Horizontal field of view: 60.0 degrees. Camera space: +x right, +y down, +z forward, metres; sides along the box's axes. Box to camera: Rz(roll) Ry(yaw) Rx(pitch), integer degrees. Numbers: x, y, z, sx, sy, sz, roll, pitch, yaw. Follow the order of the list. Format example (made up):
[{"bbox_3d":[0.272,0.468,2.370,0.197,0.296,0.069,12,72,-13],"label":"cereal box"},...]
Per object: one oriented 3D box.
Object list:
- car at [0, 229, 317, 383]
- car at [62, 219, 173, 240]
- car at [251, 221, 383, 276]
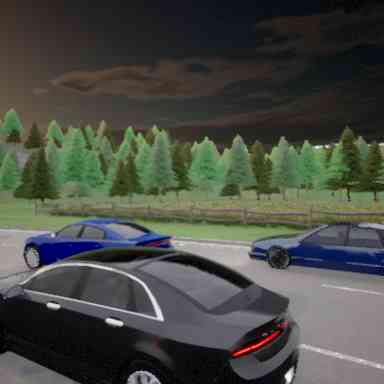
[{"bbox_3d":[-1.084,1.530,4.546,4.892,1.490,1.837,0,0,33],"label":"car"},{"bbox_3d":[-2.856,1.535,9.781,5.008,1.535,1.882,0,0,31],"label":"car"},{"bbox_3d":[4.354,1.555,9.382,5.357,1.411,2.033,-1,0,34],"label":"car"}]
